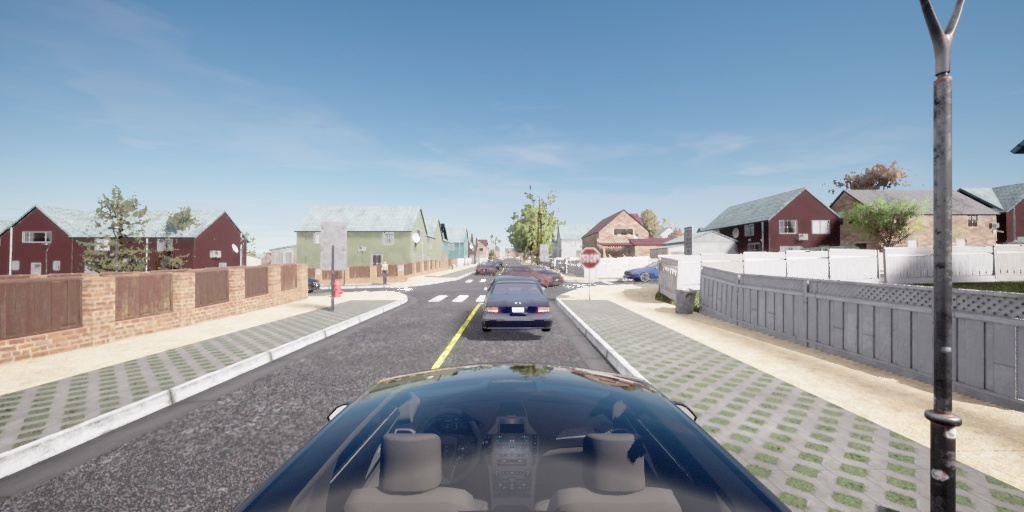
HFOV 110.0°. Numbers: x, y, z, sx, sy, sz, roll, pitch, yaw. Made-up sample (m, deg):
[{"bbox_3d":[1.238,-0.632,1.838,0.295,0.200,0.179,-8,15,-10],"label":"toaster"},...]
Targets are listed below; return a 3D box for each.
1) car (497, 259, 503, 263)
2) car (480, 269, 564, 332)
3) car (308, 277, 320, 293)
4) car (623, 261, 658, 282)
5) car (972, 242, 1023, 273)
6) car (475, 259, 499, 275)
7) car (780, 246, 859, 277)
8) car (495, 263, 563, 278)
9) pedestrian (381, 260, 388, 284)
[{"bbox_3d":[-2.730,1.240,51.762,2.128,1.511,4.902,0,0,0],"label":"car"},{"bbox_3d":[0.093,1.300,10.848,2.033,1.411,5.357,0,0,-1],"label":"car"},{"bbox_3d":[-14.051,1.576,21.314,4.892,1.490,1.837,-2,-1,-1],"label":"car"},{"bbox_3d":[10.409,1.013,24.385,5.357,1.411,2.033,-2,-1,1],"label":"car"},{"bbox_3d":[34.482,0.040,24.437,5.566,2.045,2.150,-2,-1,-1],"label":"car"},{"bbox_3d":[-2.775,1.316,38.238,1.994,1.385,4.181,0,0,0],"label":"car"},{"bbox_3d":[20.688,0.409,24.395,5.566,2.045,2.150,-2,-1,0],"label":"car"},{"bbox_3d":[1.248,1.304,23.288,4.181,1.385,1.994,0,1,42],"label":"car"},{"bbox_3d":[-9.644,1.212,27.177,0.375,1.860,0.375,0,0,0],"label":"pedestrian"}]
